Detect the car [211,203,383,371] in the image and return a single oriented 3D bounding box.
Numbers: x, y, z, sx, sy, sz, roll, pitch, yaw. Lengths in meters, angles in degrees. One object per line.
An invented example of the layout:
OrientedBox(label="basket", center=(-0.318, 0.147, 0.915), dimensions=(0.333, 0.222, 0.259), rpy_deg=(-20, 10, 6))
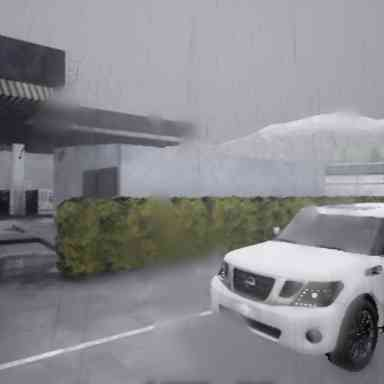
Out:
OrientedBox(label="car", center=(2.960, 1.249, 6.087), dimensions=(5.566, 2.045, 2.150), rpy_deg=(0, 0, -36))

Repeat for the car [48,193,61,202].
OrientedBox(label="car", center=(-31.119, 1.161, 75.250), dimensions=(1.905, 1.878, 3.866), rpy_deg=(0, 0, -36))

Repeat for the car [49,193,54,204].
OrientedBox(label="car", center=(-23.274, 1.367, 58.577), dimensions=(2.007, 1.523, 4.514), rpy_deg=(0, 0, -36))
